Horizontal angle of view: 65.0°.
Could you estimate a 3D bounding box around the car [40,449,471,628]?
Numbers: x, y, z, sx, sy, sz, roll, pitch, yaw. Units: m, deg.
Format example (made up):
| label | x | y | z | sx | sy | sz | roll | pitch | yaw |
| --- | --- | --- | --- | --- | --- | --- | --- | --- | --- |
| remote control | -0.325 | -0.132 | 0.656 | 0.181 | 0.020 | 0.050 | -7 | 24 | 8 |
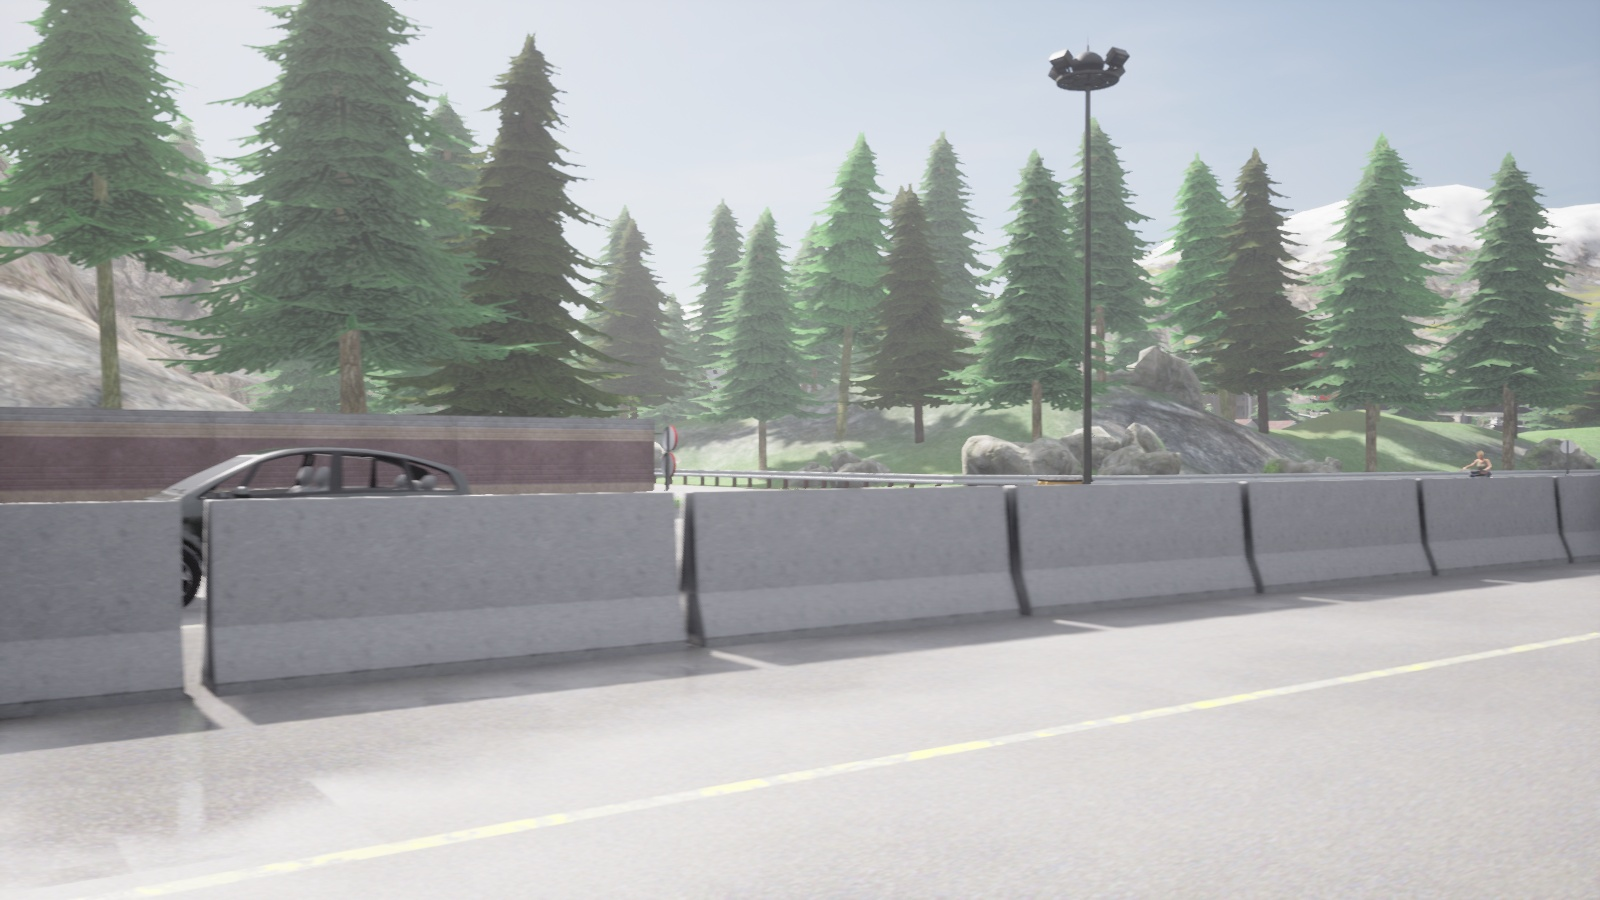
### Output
| label | x | y | z | sx | sy | sz | roll | pitch | yaw |
| --- | --- | --- | --- | --- | --- | --- | --- | --- | --- |
| car | -5.441 | 0.765 | 12.665 | 3.705 | 1.549 | 1.789 | 0 | 0 | -35 |
